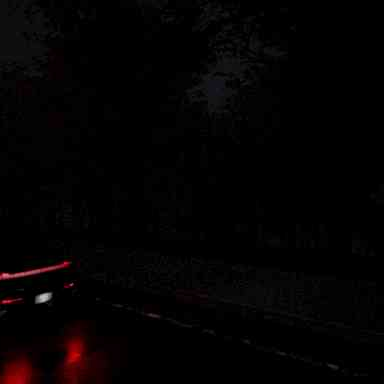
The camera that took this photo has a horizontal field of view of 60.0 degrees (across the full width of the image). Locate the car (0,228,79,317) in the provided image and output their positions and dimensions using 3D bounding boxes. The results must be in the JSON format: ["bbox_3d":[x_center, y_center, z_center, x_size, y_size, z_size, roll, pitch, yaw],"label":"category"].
[{"bbox_3d":[-4.378,1.505,6.808,4.902,1.511,2.128,0,0,36],"label":"car"}]
